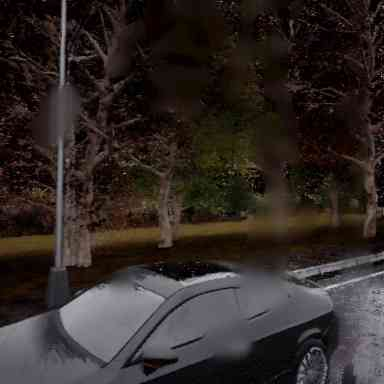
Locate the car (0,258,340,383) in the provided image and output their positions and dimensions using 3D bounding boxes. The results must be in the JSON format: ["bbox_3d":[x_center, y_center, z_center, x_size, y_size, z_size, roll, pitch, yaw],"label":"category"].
[{"bbox_3d":[-0.304,1.525,3.467,4.674,1.442,1.812,0,0,-35],"label":"car"}]
